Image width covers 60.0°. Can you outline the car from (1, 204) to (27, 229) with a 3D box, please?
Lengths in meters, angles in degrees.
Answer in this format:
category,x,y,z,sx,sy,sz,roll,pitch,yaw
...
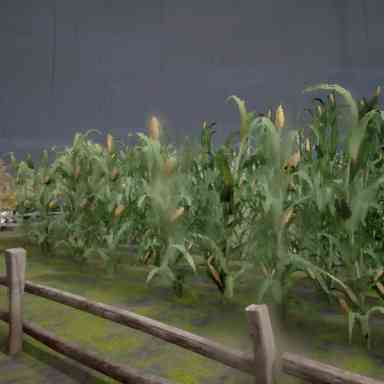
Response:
category,x,y,z,sx,sy,sz,roll,pitch,yaw
car,-12.591,1.501,19.433,1.812,1.442,4.674,0,0,36

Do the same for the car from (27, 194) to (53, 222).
category,x,y,z,sx,sy,sz,roll,pitch,yaw
car,-11.110,1.187,26.426,2.150,2.045,5.566,0,0,36
